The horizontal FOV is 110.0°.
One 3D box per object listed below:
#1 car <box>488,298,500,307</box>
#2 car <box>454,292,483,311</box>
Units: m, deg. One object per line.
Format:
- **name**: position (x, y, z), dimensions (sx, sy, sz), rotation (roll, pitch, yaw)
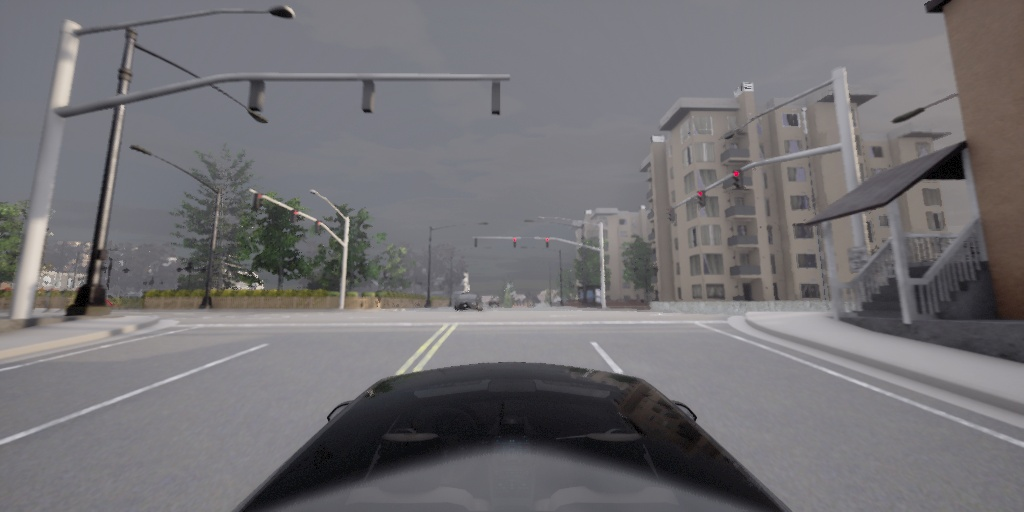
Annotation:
- **car**: position (-3.175, 8.113, 63.249), dimensions (1.882, 1.535, 5.008), rotation (0, -8, 0)
- **car**: position (-3.368, 3.620, 28.263), dimensions (1.837, 1.490, 4.892), rotation (0, -7, 0)
